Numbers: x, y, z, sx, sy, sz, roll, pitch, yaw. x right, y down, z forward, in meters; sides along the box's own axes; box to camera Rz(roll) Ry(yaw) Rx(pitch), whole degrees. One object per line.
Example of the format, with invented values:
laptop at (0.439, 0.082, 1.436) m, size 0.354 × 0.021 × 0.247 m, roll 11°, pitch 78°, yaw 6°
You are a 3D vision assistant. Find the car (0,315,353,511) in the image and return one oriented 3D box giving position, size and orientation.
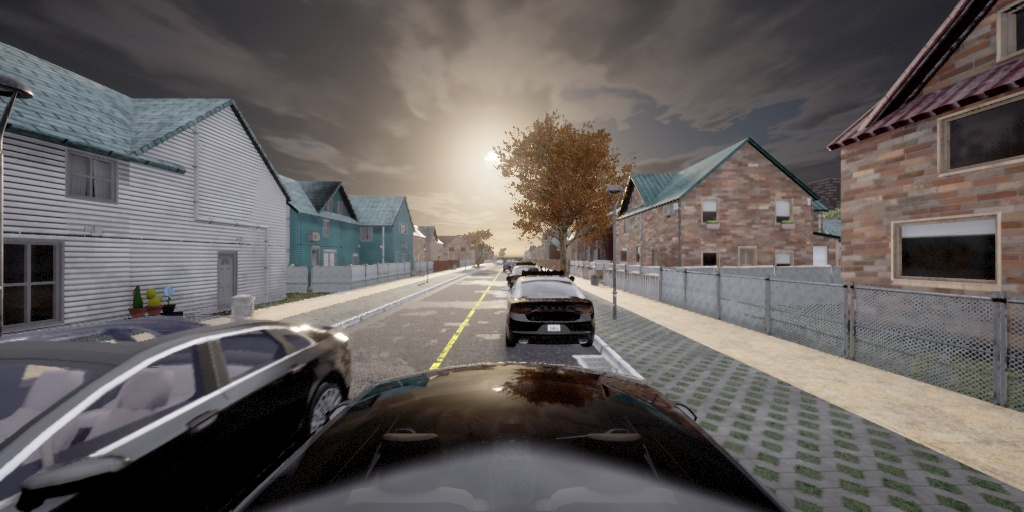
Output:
car at (-2.750, 1.241, 2.216) m, size 2.128 × 1.511 × 4.902 m, roll 0°, pitch 0°, yaw 0°

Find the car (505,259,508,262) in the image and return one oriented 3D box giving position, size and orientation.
car at (0.733, 1.113, 25.336) m, size 2.097 × 1.767 × 4.553 m, roll 0°, pitch 0°, yaw 0°

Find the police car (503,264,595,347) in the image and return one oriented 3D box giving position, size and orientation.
police car at (0.796, 1.178, 9.476) m, size 1.930 × 1.638 × 5.238 m, roll 0°, pitch 0°, yaw 0°

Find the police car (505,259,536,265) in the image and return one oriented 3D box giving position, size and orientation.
police car at (0.757, 1.184, 19.476) m, size 1.930 × 1.638 × 5.238 m, roll 0°, pitch 0°, yaw 0°

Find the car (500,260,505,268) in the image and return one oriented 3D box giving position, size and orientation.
car at (-0.141, 1.214, 49.072) m, size 2.097 × 1.767 × 4.553 m, roll 0°, pitch 0°, yaw 0°
